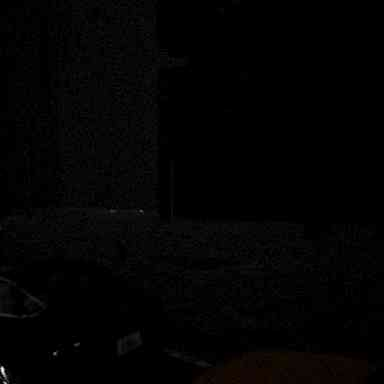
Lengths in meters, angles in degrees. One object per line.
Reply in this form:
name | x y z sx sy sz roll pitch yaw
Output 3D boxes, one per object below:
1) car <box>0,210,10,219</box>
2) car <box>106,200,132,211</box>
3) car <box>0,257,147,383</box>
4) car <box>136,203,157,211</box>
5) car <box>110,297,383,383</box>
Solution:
car | -22.878 2.260 36.238 2.033 1.411 5.357 -1 -2 36
car | -14.226 2.604 65.012 2.150 2.045 5.566 -1 -1 36
car | -2.338 1.611 4.633 4.313 1.339 1.947 -1 -1 36
car | -9.079 2.918 66.579 1.882 1.535 5.008 -1 -2 36
car | 1.930 1.518 1.588 4.829 1.417 1.752 -1 -1 36
